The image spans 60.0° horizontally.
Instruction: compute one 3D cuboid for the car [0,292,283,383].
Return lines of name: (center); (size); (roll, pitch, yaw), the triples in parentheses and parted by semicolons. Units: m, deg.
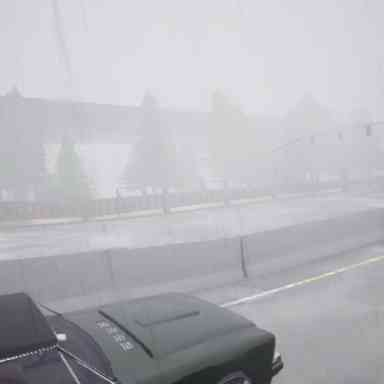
car: (-1.424, 1.601, 2.734); (4.718, 1.301, 1.895); (0, 0, -36)
